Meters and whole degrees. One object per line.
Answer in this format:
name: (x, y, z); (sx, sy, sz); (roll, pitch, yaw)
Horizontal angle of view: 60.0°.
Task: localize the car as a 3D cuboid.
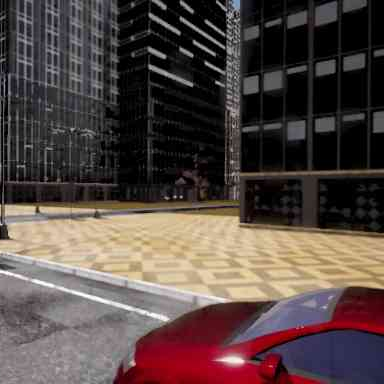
car: (1.328, 1.562, 2.763); (4.181, 1.385, 1.994); (0, 0, 32)
